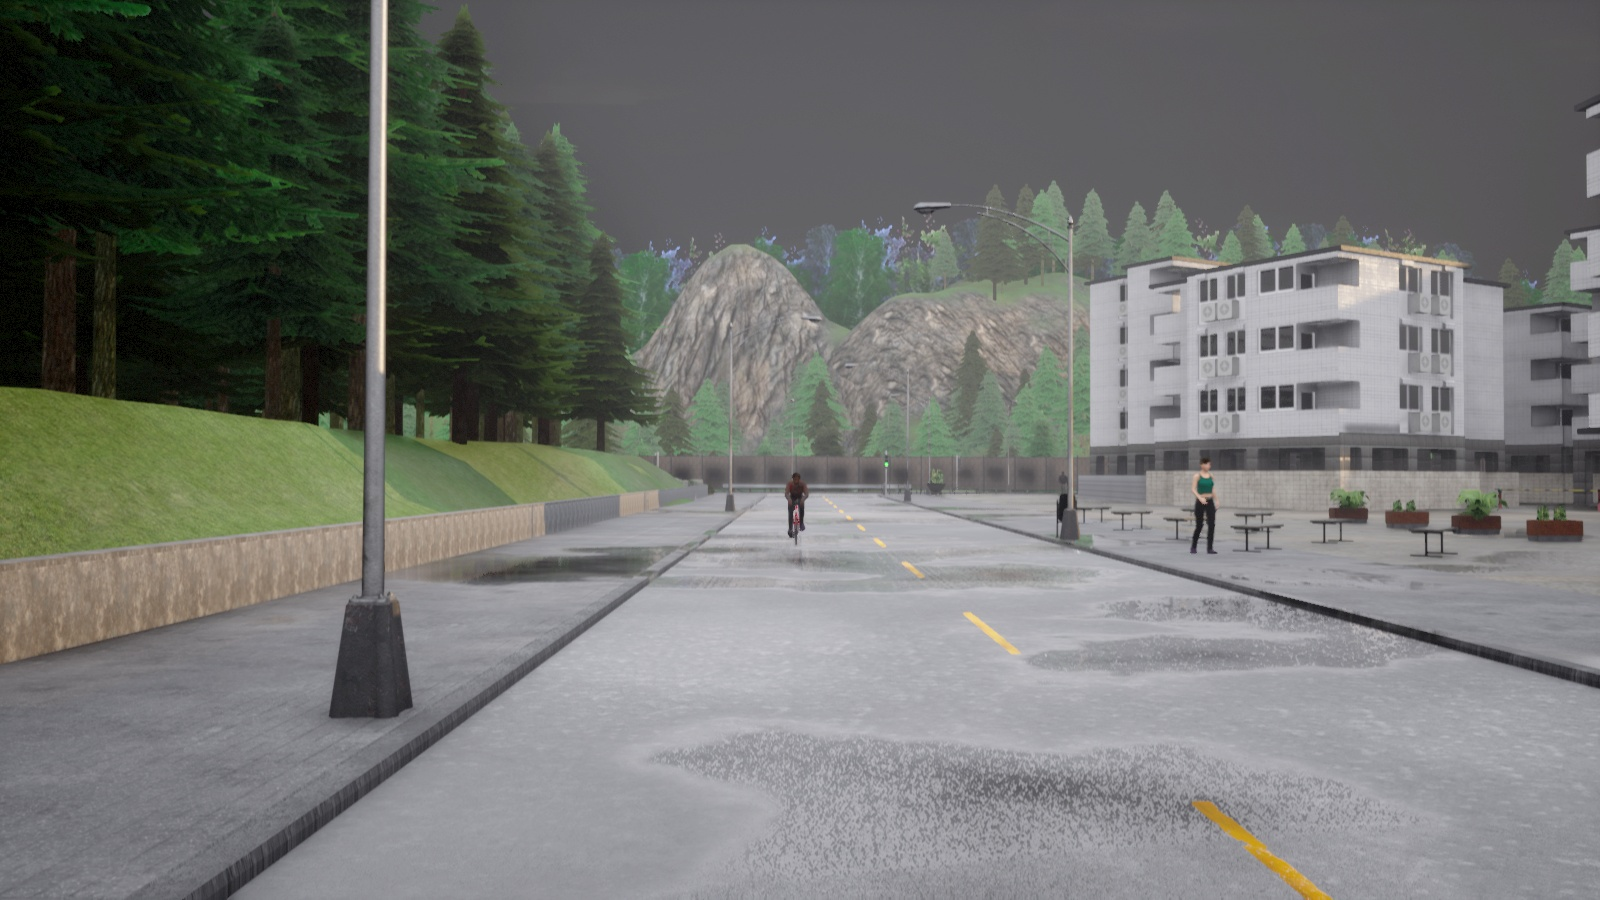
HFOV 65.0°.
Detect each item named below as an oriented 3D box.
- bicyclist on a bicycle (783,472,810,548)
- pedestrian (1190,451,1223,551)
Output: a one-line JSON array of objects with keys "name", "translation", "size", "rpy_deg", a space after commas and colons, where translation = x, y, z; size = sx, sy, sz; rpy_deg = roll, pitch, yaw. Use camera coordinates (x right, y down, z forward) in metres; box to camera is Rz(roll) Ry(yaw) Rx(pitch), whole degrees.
[{"name": "bicyclist on a bicycle", "translation": [-0.072, 1.308, 27.872], "size": [0.582, 1.620, 1.656], "rpy_deg": [0, -1, 0]}, {"name": "pedestrian", "translation": [7.582, 0.950, 23.458], "size": [0.345, 1.836, 0.594], "rpy_deg": [0, -1, -8]}]
